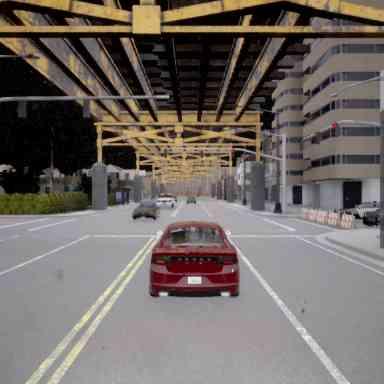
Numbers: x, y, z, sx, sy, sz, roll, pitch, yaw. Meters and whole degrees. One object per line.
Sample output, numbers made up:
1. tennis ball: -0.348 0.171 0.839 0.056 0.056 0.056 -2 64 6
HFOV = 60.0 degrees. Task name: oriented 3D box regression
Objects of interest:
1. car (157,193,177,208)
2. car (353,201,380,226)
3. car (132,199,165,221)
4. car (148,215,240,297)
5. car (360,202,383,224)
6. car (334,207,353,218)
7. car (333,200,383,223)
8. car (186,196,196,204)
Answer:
1. car: -3.696 1.221 47.016 2.150 2.045 5.566 0 0 0
2. car: 13.216 1.453 21.315 4.974 1.542 2.038 0 0 -20
3. car: -3.660 1.548 27.511 2.033 1.411 5.357 0 0 0
4. car: 0.056 1.478 8.619 1.882 1.535 5.008 0 0 0
5. car: 13.265 1.295 21.333 4.536 1.218 1.853 0 0 -20
6. car: 13.581 1.295 25.453 4.536 1.218 1.853 0 0 25
7. car: 13.534 1.453 25.474 4.974 1.542 2.038 0 0 25
8. car: -0.137 1.547 63.294 2.033 1.411 5.357 0 0 0
